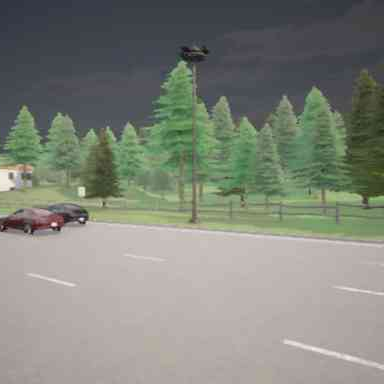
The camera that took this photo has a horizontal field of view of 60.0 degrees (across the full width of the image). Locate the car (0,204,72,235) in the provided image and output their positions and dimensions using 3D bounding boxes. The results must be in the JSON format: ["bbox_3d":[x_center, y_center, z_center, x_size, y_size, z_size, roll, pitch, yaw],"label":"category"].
[{"bbox_3d":[-9.272,1.580,19.172,4.674,1.442,1.812,0,0,35],"label":"car"}]

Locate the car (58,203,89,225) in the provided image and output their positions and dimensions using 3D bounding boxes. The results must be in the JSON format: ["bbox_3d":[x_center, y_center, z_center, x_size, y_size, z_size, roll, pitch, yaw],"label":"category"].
[{"bbox_3d":[-9.315,1.567,23.518,4.892,1.490,1.837,0,0,35],"label":"car"}]
